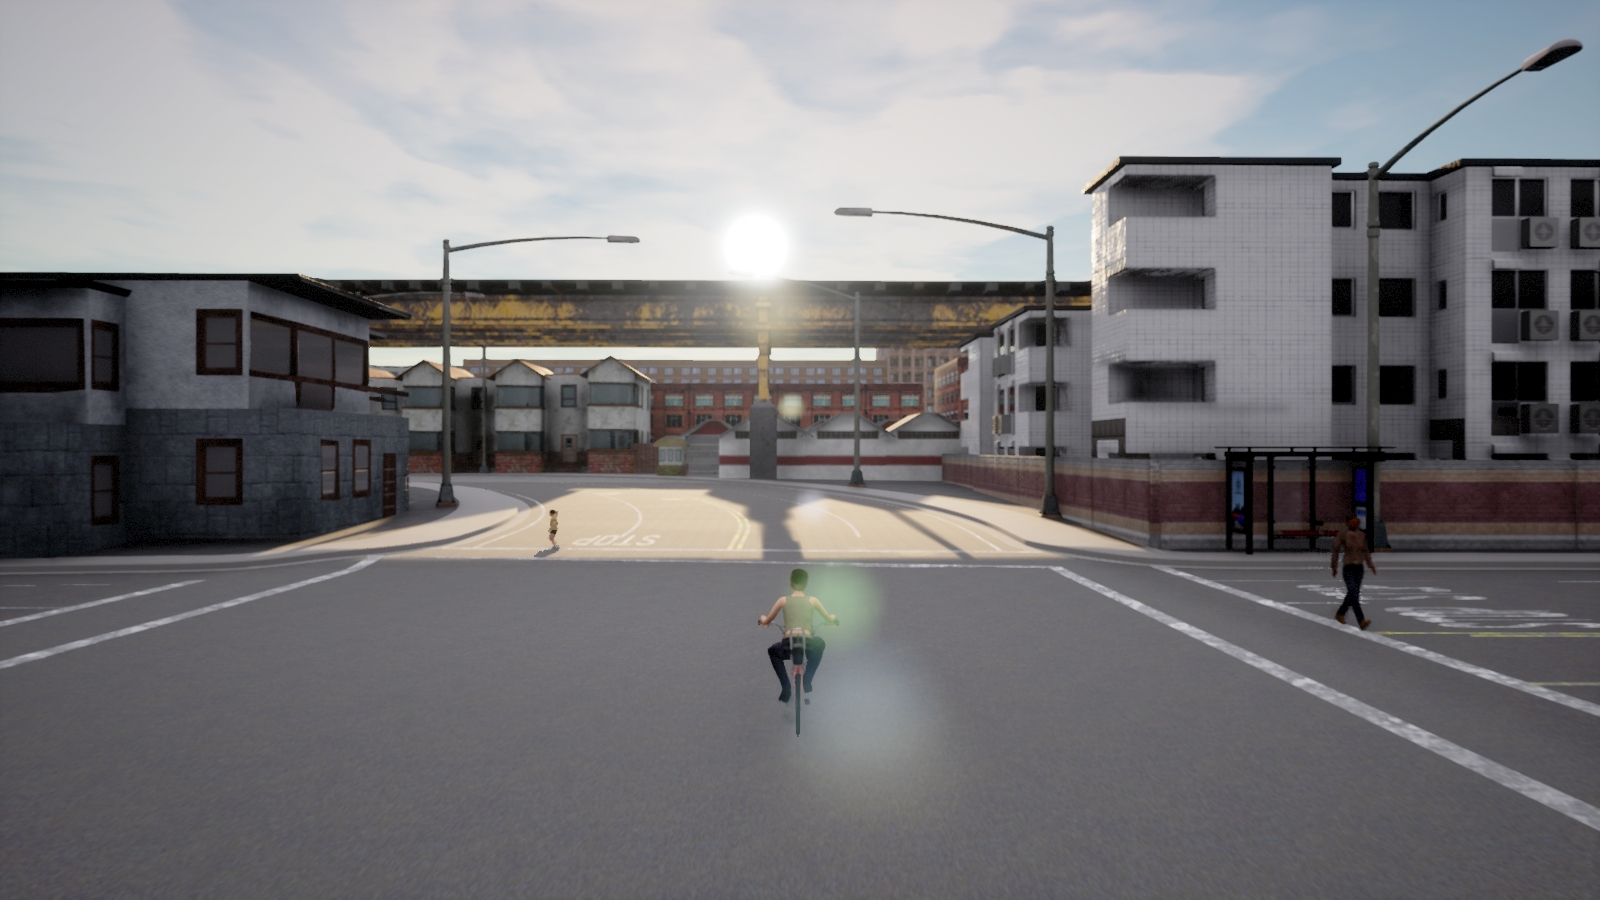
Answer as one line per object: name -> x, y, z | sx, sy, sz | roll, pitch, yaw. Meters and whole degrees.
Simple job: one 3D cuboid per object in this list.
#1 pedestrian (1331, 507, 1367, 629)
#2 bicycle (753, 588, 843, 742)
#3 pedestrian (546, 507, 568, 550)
pedestrian -> 8.570, 1.835, 17.843 | 0.375, 1.860, 0.375 | 0, 0, 0
bicycle -> -0.014, 2.157, 11.721 | 0.859, 1.301, 1.487 | 0, 0, 0
pedestrian -> -6.431, 2.061, 30.200 | 0.500, 1.100, 0.500 | 0, 0, -4
